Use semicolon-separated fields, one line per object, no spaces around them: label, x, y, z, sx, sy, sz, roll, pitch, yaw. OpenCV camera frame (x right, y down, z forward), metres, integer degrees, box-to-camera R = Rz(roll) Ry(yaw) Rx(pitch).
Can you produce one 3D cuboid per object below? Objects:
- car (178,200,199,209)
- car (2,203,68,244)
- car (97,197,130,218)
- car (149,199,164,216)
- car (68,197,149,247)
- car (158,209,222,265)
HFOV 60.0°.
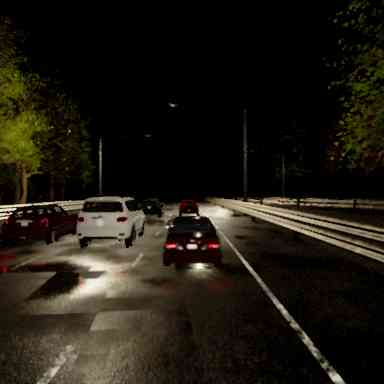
car;-0.323;1.525;33.140;1.882;1.535;5.008;0;0;-1
car;-7.030;1.370;16.065;2.097;1.767;4.553;0;0;0
car;-7.287;1.397;31.247;2.097;1.767;4.553;0;0;-1
car;-3.788;1.396;31.292;2.097;1.767;4.553;0;0;-1
car;-3.520;1.237;15.340;2.150;2.045;5.566;0;0;0
car;-0.002;1.559;11.712;2.033;1.411;5.357;0;0;0
